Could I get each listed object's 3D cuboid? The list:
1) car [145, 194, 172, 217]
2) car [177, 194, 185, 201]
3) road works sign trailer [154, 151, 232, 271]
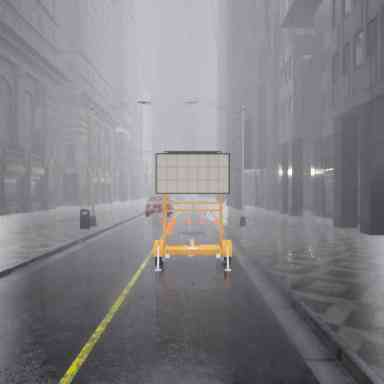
[{"bbox_3d":[-3.069,1.248,31.543,2.150,2.045,5.566,0,0,0],"label":"car"},{"bbox_3d":[-2.913,1.614,85.431,2.033,1.411,5.357,0,0,0],"label":"car"},{"bbox_3d":[0.024,0.467,10.883,2.380,3.560,2.880,0,0,0],"label":"road works sign trailer"}]
